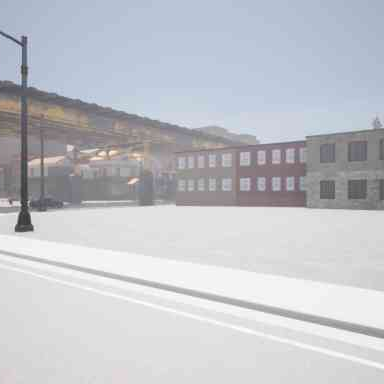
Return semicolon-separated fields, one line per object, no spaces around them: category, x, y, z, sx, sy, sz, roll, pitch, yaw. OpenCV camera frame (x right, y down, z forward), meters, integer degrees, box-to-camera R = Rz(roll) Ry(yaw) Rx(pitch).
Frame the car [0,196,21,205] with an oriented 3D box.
car;-32.568;1.452;58.647;4.974;1.542;2.038;0;0;7

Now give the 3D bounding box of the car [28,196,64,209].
car;-19.743;1.526;45.238;1.812;1.442;4.674;0;0;33

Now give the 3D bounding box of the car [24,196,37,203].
car;-29.064;1.295;59.918;1.853;1.218;4.536;0;0;-23

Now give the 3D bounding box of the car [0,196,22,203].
car;-32.619;1.295;58.653;4.536;1.218;1.853;0;0;7
